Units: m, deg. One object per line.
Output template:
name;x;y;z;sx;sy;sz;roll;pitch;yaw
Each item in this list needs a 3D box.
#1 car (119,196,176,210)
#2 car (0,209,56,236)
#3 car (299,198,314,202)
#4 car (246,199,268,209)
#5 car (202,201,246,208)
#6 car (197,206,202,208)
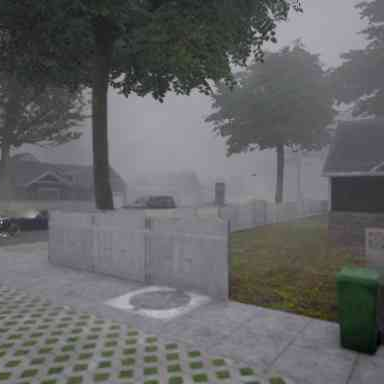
car;-3.551;1.329;27.427;2.150;2.045;5.566;1;0;35
car;-9.188;1.671;19.375;1.895;1.301;4.718;1;0;35
car;19.046;1.766;54.708;1.837;1.490;4.892;1;0;35
car;8.630;1.676;44.837;2.128;1.511;4.902;1;0;35
car;3.135;1.723;31.883;1.994;1.385;4.181;1;0;35
car;2.220;1.709;35.725;1.994;1.385;4.181;1;0;34
